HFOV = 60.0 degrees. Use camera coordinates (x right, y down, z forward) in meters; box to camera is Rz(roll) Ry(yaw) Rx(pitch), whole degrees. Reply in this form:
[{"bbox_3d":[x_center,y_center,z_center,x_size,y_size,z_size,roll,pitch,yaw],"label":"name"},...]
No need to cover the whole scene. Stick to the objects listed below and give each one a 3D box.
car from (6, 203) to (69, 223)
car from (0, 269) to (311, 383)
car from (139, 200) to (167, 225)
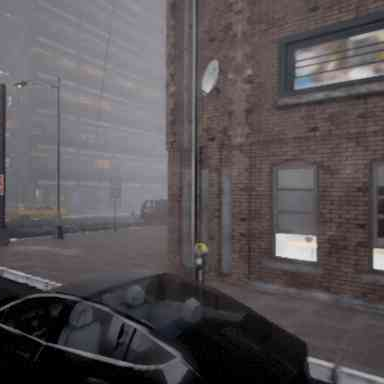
[{"bbox_3d":[-12.193,1.579,26.272,1.752,1.417,4.829,-1,-1,35],"label":"car"},{"bbox_3d":[-0.958,1.538,3.561,4.313,1.339,1.947,1,0,36],"label":"car"},{"bbox_3d":[-1.975,1.541,26.312,2.192,1.841,5.009,-1,-1,35],"label":"car"}]
